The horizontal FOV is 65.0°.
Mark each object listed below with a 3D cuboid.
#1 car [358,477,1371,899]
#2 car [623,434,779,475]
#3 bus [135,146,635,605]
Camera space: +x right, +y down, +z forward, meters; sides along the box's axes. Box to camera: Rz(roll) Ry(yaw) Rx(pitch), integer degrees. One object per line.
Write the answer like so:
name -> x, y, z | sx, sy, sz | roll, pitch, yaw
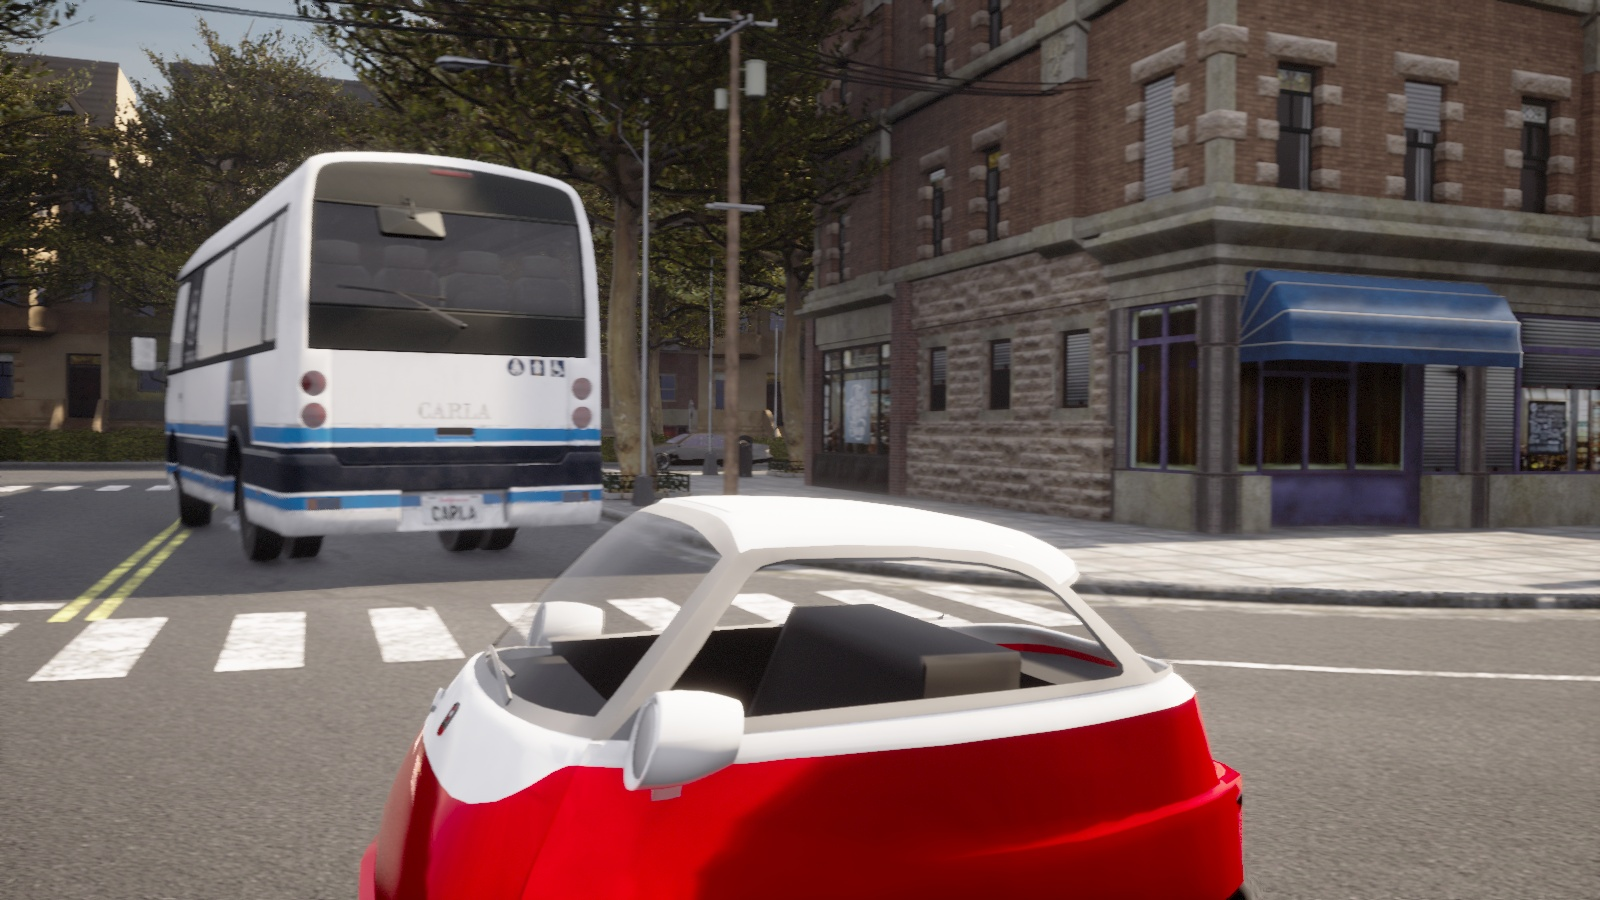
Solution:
car -> 0.048, 0.799, 3.258 | 2.207, 1.376, 1.481 | 0, 1, -21
car -> -3.640, 0.132, 46.271 | 5.357, 1.411, 2.033 | -1, 1, -21
bus -> -6.269, -0.788, 17.028 | 3.944, 4.253, 10.273 | -2, 2, -32
